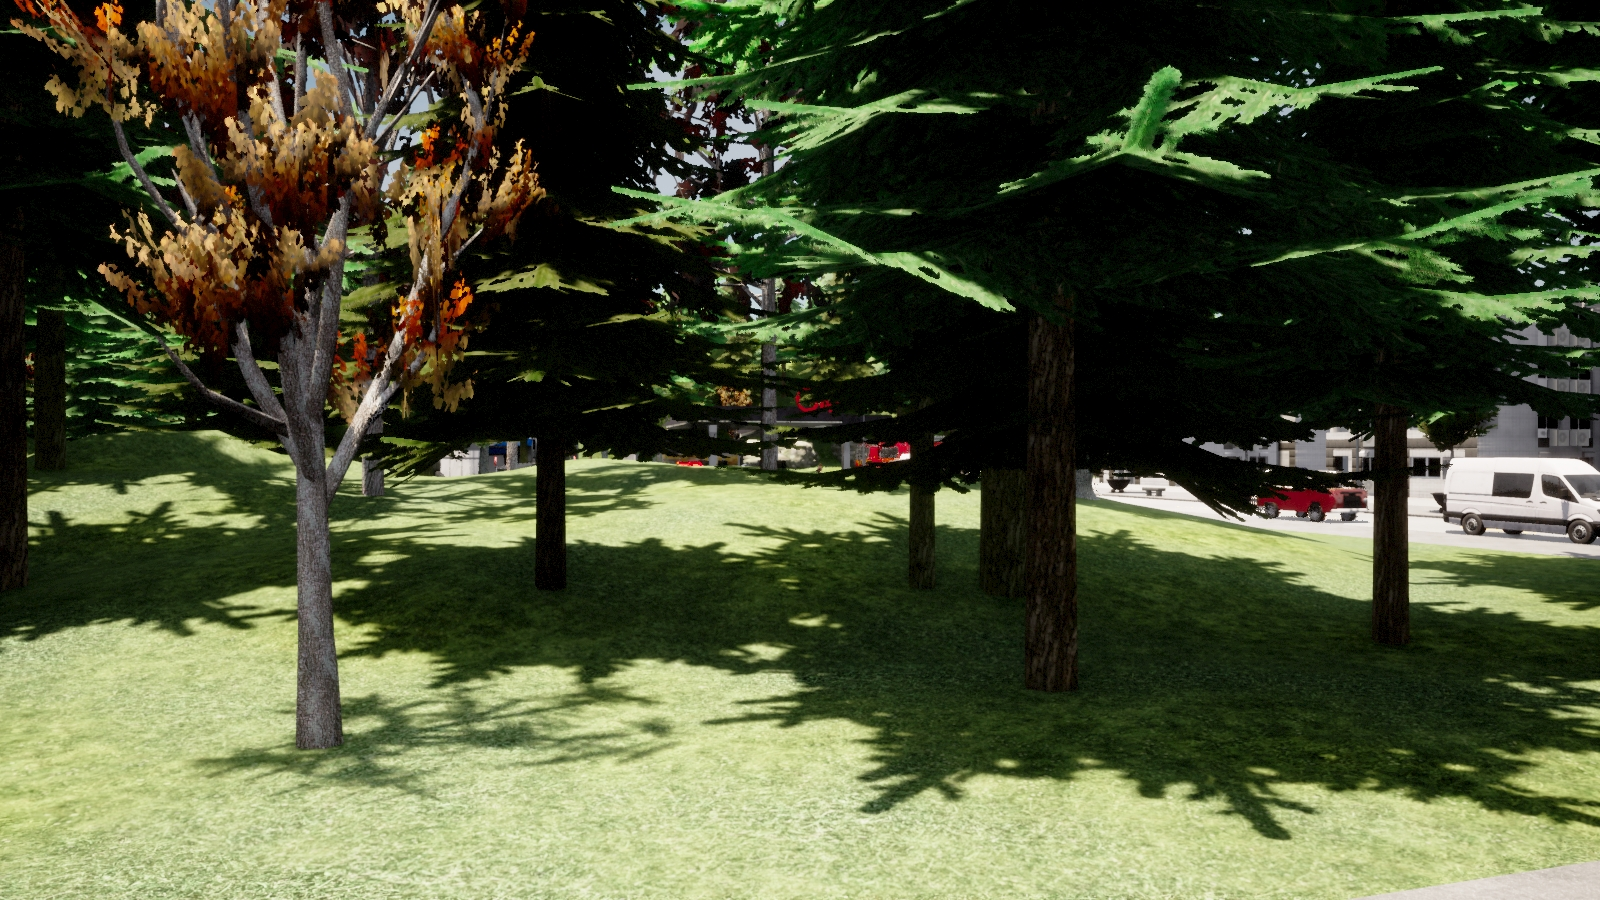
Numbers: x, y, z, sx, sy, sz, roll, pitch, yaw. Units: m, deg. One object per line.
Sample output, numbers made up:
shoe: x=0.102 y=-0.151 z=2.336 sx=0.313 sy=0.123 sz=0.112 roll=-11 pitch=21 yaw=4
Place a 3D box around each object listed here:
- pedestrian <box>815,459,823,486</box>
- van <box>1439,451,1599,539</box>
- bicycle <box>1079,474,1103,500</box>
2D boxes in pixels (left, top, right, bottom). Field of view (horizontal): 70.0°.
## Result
pedestrian: x=1.278 y=1.525 z=77.774 sx=0.375 sy=1.860 sz=0.375 roll=0 pitch=0 yaw=-30
van: x=23.412 y=1.314 z=36.018 sx=1.988 sy=2.561 sz=5.915 roll=0 pitch=0 yaw=-18
bicycle: x=15.351 y=1.936 z=60.297 sx=0.373 sy=1.296 sz=1.643 roll=0 pitch=0 yaw=-19
